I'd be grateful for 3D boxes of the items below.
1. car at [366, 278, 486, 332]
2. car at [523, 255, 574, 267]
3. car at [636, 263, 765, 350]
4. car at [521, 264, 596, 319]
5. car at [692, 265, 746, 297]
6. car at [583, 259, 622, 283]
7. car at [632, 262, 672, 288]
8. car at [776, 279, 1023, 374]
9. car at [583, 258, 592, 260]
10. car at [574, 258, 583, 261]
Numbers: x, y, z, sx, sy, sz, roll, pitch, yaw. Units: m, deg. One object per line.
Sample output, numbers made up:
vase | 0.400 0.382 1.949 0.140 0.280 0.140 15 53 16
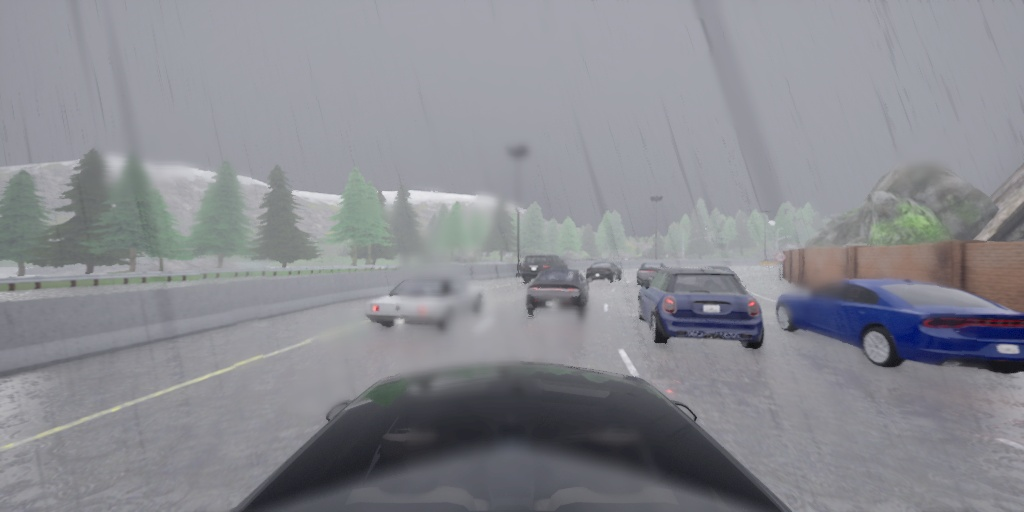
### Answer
car | -2.253 1.322 10.913 1.895 1.301 4.718 0 0 12
car | 2.527 0.913 25.871 2.150 2.045 5.566 0 0 24
car | 4.573 1.089 9.401 2.097 1.767 4.553 0 0 14
car | 1.787 1.213 12.824 2.128 1.511 4.902 0 0 14
car | 11.479 1.269 20.216 2.033 1.411 5.357 0 0 23
car | 7.057 1.172 27.143 1.882 1.535 5.008 0 0 27
car | 9.731 1.198 24.649 2.128 1.511 4.902 0 0 26
car | 7.781 1.226 7.717 1.882 1.535 5.008 0 0 11
car | 14.469 1.170 58.764 5.357 1.411 2.033 0 0 -40
car | 12.705 1.116 61.786 4.892 1.490 1.837 0 0 -40
